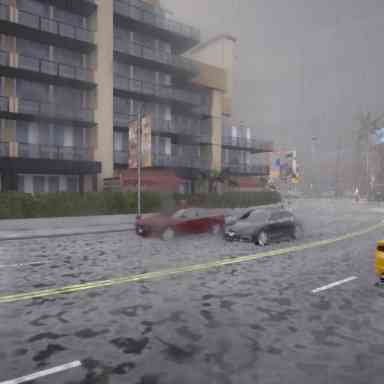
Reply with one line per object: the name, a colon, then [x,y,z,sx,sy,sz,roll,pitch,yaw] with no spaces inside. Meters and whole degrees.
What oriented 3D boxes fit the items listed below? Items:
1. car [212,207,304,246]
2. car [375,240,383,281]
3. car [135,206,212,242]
car: [3.359,1.497,15.324,4.892,1.490,1.837,0,0,-44]
car: [6.521,1.475,8.689,5.008,1.535,1.882,0,0,-42]
car: [-0.442,1.468,16.610,5.008,1.535,1.882,0,0,-41]
